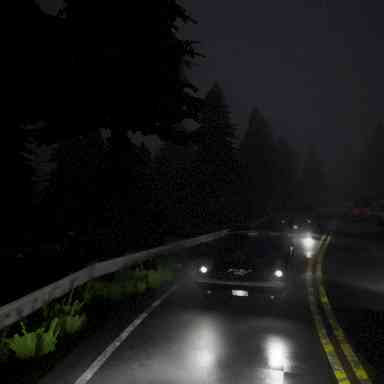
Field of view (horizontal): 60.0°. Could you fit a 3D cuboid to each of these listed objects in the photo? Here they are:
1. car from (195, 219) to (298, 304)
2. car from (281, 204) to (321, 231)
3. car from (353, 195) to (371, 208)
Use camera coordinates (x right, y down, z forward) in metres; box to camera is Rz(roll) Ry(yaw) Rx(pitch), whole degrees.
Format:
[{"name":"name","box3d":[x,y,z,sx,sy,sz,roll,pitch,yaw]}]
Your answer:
[{"name":"car","box3d":[1.581,1.598,8.416,1.895,1.301,4.718,-1,0,18]},{"name":"car","box3d":[6.659,1.460,20.059,2.033,1.411,5.357,-2,0,26]},{"name":"car","box3d":[20.609,1.058,40.248,2.128,1.511,4.902,-2,0,28]}]
